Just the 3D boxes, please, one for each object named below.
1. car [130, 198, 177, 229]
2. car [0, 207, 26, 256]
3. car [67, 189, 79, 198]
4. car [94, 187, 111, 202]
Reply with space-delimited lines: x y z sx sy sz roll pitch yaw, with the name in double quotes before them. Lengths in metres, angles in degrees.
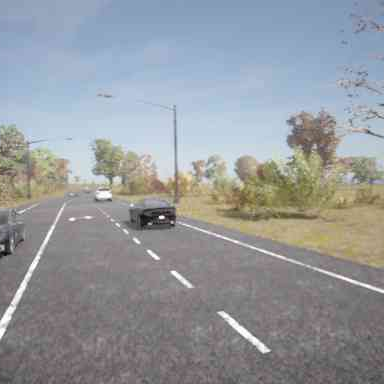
"car" -2.349 1.099 19.008 1.882 1.535 5.008 -2 1 -20
"car" -7.343 1.374 12.173 1.837 1.490 4.892 -2 1 -20
"car" -25.055 0.391 70.167 2.128 1.511 4.902 -1 1 -13
"car" -13.624 0.339 50.701 2.150 2.045 5.566 -2 1 -20
